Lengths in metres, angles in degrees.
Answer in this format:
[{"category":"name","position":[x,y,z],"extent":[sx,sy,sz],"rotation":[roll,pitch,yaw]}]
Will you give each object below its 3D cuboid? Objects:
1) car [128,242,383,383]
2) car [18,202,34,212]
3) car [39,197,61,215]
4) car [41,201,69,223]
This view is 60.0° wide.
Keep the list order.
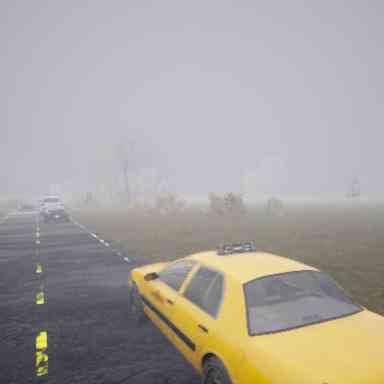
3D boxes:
[{"category":"car","position":[0.470,1.461,4.663],"extent":[1.801,1.575,5.366],"rotation":[-1,0,-25]},{"category":"car","position":[-23.467,2.034,47.030],"extent":[1.895,1.301,4.718],"rotation":[-1,0,-25]},{"category":"car","position":[-16.194,1.538,38.048],"extent":[2.150,2.045,5.566],"rotation":[-1,0,-25]},{"category":"car","position":[-11.520,1.752,28.184],"extent":[1.812,1.442,4.674],"rotation":[-1,0,-25]}]
